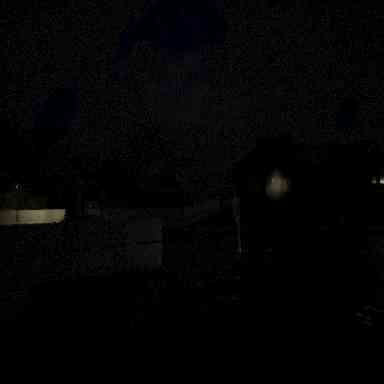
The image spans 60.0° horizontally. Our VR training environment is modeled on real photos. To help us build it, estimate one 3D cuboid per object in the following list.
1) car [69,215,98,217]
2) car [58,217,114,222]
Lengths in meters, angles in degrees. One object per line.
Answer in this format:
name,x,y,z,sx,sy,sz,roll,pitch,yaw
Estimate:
car,-7.352,2.211,21.549,5.357,1.411,2.033,-2,0,12
car,-6.059,2.232,18.235,4.718,1.301,1.895,-2,0,18
